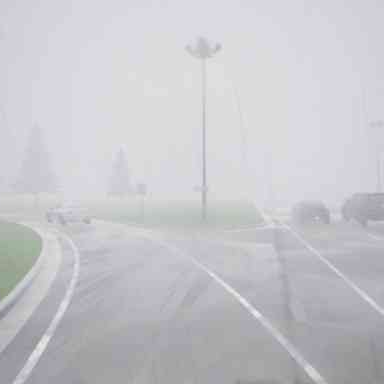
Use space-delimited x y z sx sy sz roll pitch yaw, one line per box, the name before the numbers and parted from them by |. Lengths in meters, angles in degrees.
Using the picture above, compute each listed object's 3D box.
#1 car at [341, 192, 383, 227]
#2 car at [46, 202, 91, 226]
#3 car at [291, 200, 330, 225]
car | 11.280 1.019 21.151 2.150 2.045 5.566 0 0 9
car | -8.427 1.437 22.642 1.812 1.442 4.674 0 0 -39
car | 7.961 1.314 22.561 1.837 1.490 4.892 0 0 9
